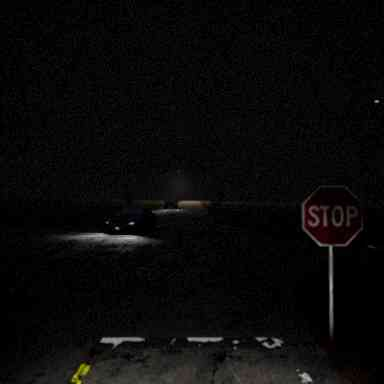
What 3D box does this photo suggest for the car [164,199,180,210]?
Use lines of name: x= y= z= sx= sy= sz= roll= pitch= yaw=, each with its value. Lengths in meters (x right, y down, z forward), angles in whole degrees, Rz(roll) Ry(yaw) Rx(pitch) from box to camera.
car: x=-2.786 y=1.611 z=44.670 sx=1.812 sy=1.442 sz=4.674 roll=0 pitch=0 yaw=0

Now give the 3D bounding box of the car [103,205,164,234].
car: x=-3.400 y=1.608 z=19.536 sx=1.812 sy=1.442 sz=4.674 roll=2 pitch=0 yaw=12
